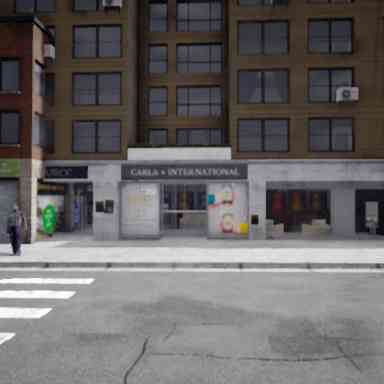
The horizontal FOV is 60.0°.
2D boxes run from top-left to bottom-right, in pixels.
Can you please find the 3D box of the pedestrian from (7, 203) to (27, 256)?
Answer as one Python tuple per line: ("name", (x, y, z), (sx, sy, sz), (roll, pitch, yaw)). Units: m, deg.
("pedestrian", (-6.136, 1.273, 11.570), (0.375, 1.860, 0.375), (0, 0, 3))
